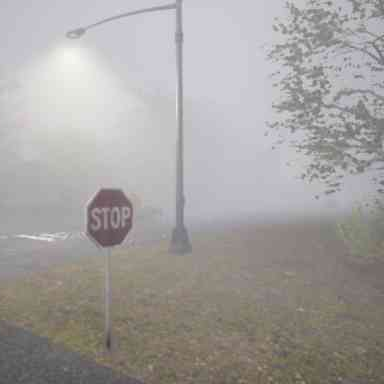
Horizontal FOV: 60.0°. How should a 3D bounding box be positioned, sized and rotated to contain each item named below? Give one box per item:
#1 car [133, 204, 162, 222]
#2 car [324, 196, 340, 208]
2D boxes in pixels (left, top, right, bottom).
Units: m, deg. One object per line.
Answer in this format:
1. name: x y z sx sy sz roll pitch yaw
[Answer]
1. car: -4.708 1.835 28.912 1.882 1.535 5.008 -1 0 36
2. car: 23.704 1.942 56.410 2.128 1.511 4.902 0 -1 34
